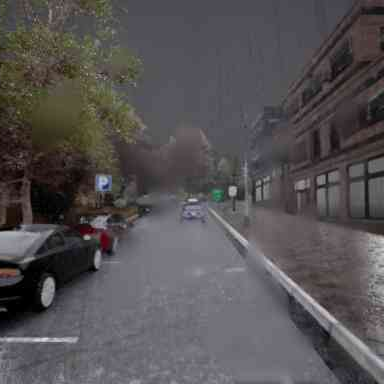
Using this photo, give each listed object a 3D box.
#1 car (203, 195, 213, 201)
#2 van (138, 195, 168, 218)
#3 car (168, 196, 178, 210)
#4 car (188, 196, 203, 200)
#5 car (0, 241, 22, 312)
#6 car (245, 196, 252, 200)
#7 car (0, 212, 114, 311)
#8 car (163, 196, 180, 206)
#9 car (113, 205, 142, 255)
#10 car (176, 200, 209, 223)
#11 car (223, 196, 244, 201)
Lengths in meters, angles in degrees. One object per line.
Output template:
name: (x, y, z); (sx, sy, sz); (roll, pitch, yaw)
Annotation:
car: (3.380, 1.465, 74.517); (2.231, 1.521, 4.892); (-2, -1, 29)
van: (-3.640, 1.262, 30.301); (1.878, 1.987, 4.442); (1, 0, 2)
car: (-3.421, 1.454, 41.554); (2.231, 1.521, 4.892); (0, 0, 2)
car: (0.108, 1.477, 42.870); (1.812, 1.442, 4.674); (0, 0, 0)
car: (-3.638, 1.483, 2.329); (2.097, 1.535, 5.008); (1, 0, 2)
car: (14.453, 1.711, 87.511); (5.008, 1.535, 2.097); (0, -3, -40)
car: (-3.648, 1.490, 7.890); (2.097, 1.535, 5.008); (0, 0, 2)
car: (-3.184, 1.395, 52.966); (2.097, 1.535, 5.008); (0, 0, 2)
car: (-3.653, 1.526, 13.497); (2.163, 1.488, 4.792); (0, 0, 2)
car: (0.089, 1.567, 25.343); (2.033, 1.411, 5.357); (0, 0, 0)
car: (10.344, 1.615, 83.714); (2.231, 1.521, 4.892); (-4, -3, 42)
